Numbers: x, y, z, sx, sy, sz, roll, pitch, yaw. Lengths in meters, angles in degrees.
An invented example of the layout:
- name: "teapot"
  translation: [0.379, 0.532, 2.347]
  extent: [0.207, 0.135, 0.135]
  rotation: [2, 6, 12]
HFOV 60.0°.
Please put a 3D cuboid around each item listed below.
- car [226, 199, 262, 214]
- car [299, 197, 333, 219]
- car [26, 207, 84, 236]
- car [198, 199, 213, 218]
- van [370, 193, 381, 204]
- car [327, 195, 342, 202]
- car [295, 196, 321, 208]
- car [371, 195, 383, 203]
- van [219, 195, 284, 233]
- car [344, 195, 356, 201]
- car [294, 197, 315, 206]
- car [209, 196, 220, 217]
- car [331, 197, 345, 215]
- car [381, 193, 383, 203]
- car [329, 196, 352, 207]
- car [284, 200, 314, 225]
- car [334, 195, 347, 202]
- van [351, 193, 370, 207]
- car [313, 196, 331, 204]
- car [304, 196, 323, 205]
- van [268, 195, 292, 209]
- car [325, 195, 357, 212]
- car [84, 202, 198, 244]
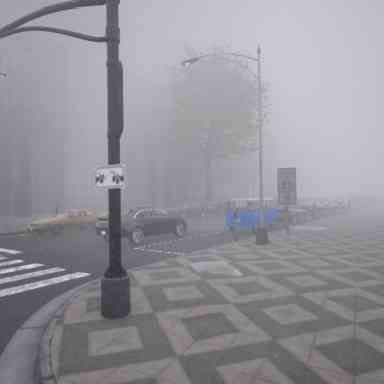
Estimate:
- name: "car"
  translation: [5.695, 1.529, 36.148]
  extent: [2.008, 1.369, 4.403]
  rotation: [-1, 0, 36]
- name: "car"
  translation: [9.729, 1.385, 27.163]
  extent: [1.887, 1.381, 4.507]
  rotation: [-1, 0, 36]
- name: "car"
  translation: [-6.772, 1.564, 18.843]
  extent: [1.752, 1.417, 4.829]
  rotation: [-1, 0, 36]
- name: "car"
  translation: [-0.485, 1.552, 27.563]
  extent: [1.887, 1.381, 4.507]
  rotation: [-1, 0, 36]
- name: "van"
  translation: [28.704, 1.102, 53.524]
  extent: [1.690, 1.788, 3.998]
  rotation: [-1, -1, 36]
- name: "car"
  translation: [30.005, 1.432, 69.913]
  extent: [2.008, 1.369, 4.403]
  rotation: [-1, -1, 36]
- name: "car"
  translation: [15.977, 1.386, 45.707]
  extent: [2.128, 1.511, 4.902]
  rotation: [-1, -1, 36]
- name: "car"
  translation: [35.033, 1.303, 62.308]
  extent: [1.947, 1.339, 4.313]
  rotation: [-1, -1, 36]
- name: "van"
  translation: [3.401, 1.212, 18.379]
  extent: [1.690, 1.788, 3.998]
  rotation: [-1, 0, 36]
- name: "car"
  translation: [39.548, 1.400, 83.168]
  extent: [2.008, 1.369, 4.403]
  rotation: [-1, -1, 36]
- name: "car"
  translation: [18.056, 1.492, 53.316]
  extent: [1.947, 1.339, 4.313]
  rotation: [-1, 0, 36]
- name: "car"
  translation: [2.602, 1.307, 31.857]
  extent: [2.192, 1.841, 5.009]
  rotation: [-1, 0, 36]
- name: "car"
  translation: [12.893, 1.408, 31.557]
  extent: [1.802, 1.307, 4.206]
  rotation: [-1, 0, 36]
- name: "car"
  translation: [31.969, 1.274, 58.053]
  extent: [1.752, 1.417, 4.829]
  rotation: [-1, -1, 36]
- name: "car"
  translation: [21.819, 1.375, 48.686]
  extent: [2.033, 1.411, 5.357]
  rotation: [-1, -1, 36]
- name: "car"
  translation: [6.567, 1.422, 22.770]
  extent: [1.947, 1.339, 4.313]
  rotation: [-1, 0, 36]
- name: "car"
  translation: [33.186, 1.415, 74.331]
  extent: [1.887, 1.381, 4.507]
  rotation: [-1, -1, 36]
- name: "van"
  translation: [22.378, 1.127, 44.737]
  extent: [1.690, 1.788, 3.998]
  rotation: [-1, 0, 36]
- name: "car"
  translation: [24.237, 1.453, 61.902]
  extent: [2.008, 1.369, 4.403]
  rotation: [-1, -1, 36]
- name: "car"
  translation: [21.047, 1.439, 57.472]
  extent: [1.752, 1.417, 4.829]
  rotation: [-1, -1, 36]
- name: "van"
  translation: [11.873, 1.292, 44.734]
  extent: [1.690, 1.788, 3.998]
  rotation: [-1, 0, 36]
- name: "car"
  translation: [16.055, 1.363, 35.950]
  extent: [2.008, 1.369, 4.403]
  rotation: [-1, 0, 36]
- name: "car"
  translation: [-2.156, 1.429, 15.387]
  extent: [2.128, 1.511, 4.902]
  rotation: [-1, -1, 36]
